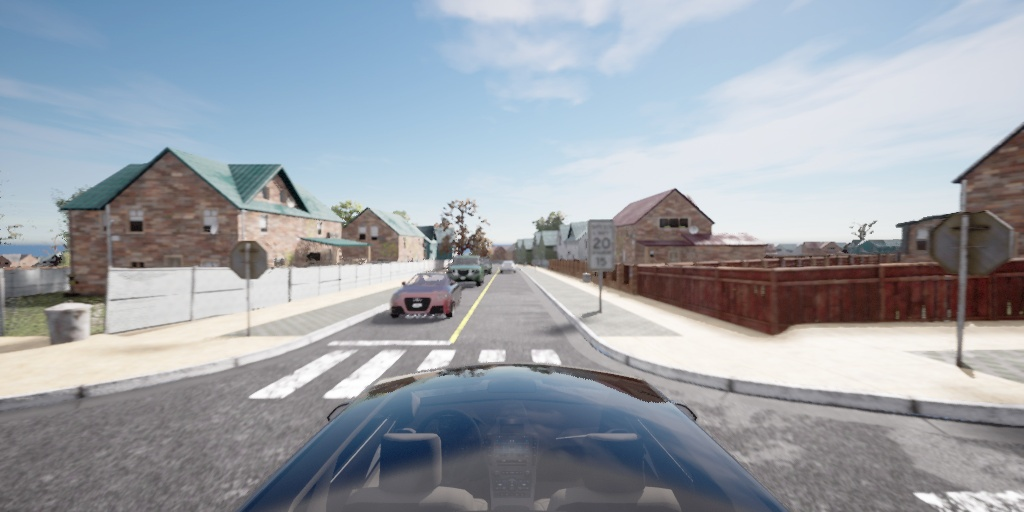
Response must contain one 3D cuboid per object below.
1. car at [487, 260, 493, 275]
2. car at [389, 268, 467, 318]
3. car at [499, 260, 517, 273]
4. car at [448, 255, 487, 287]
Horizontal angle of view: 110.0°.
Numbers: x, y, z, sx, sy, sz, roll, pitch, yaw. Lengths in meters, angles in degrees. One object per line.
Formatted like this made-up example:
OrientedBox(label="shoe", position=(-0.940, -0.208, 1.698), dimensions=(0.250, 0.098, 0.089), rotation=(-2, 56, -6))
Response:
OrientedBox(label="car", position=(-3.228, 1.153, 39.220), dimensions=(2.097, 1.767, 4.553), rotation=(0, 0, 0))
OrientedBox(label="car", position=(-2.937, 1.314, 12.947), dimensions=(1.994, 1.385, 4.181), rotation=(0, 0, -1))
OrientedBox(label="car", position=(-0.462, 1.346, 43.934), dimensions=(1.812, 1.442, 4.674), rotation=(0, 0, -1))
OrientedBox(label="car", position=(-3.092, 0.978, 24.770), dimensions=(2.150, 2.045, 5.566), rotation=(0, 0, -2))
